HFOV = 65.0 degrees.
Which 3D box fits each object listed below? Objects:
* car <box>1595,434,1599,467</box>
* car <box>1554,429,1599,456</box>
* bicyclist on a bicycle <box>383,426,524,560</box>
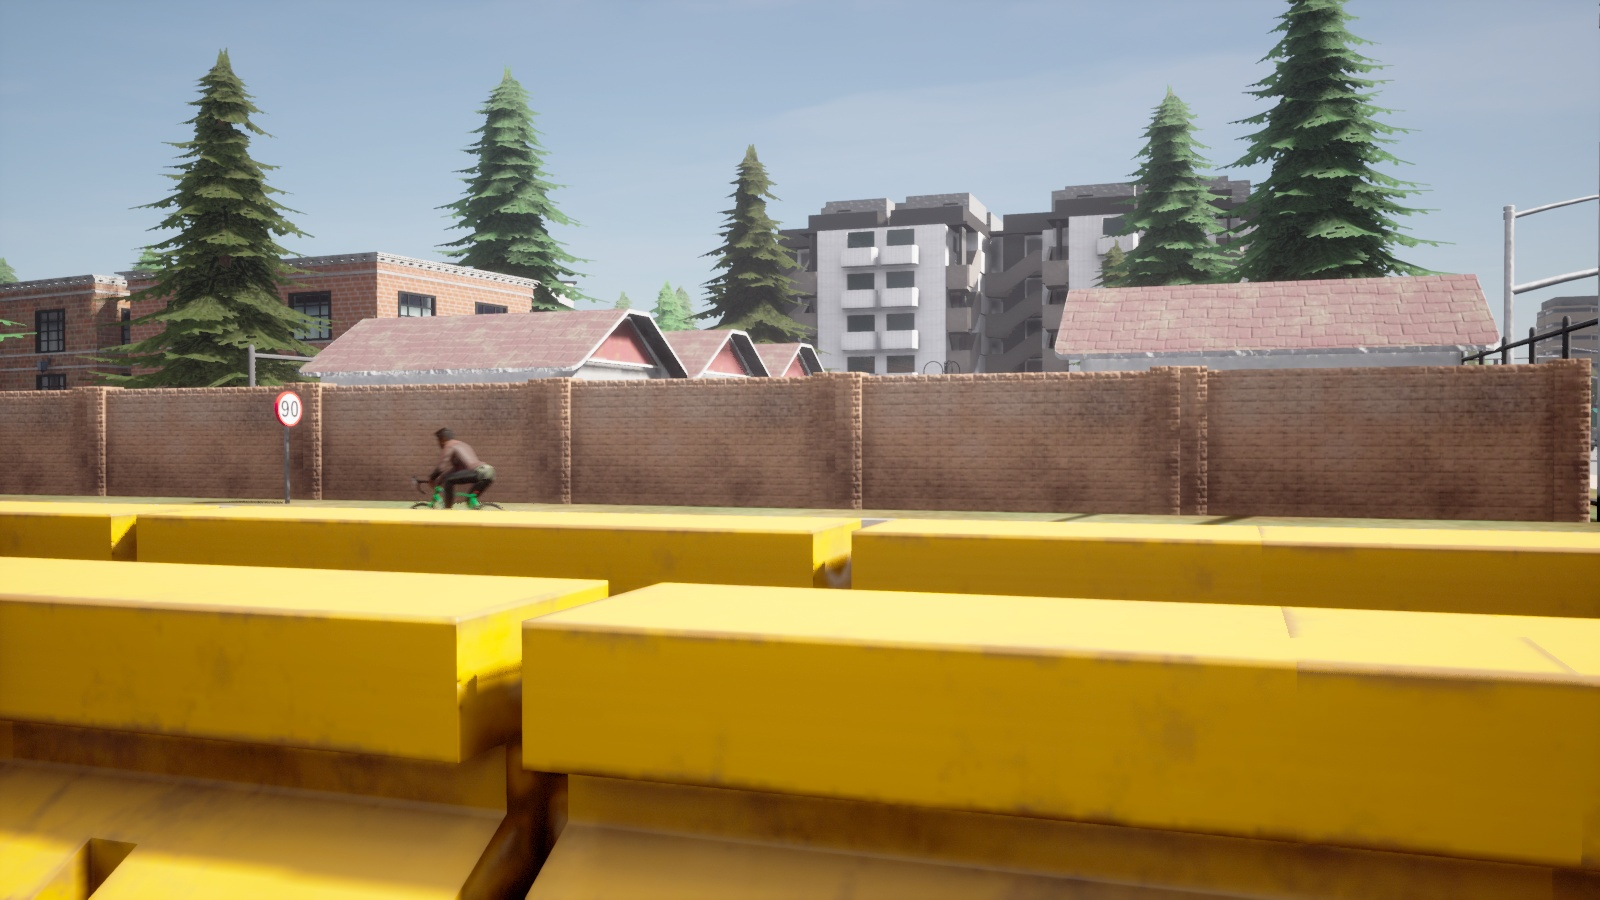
[{"bbox_3d":[37.427,0.040,56.392,1.882,1.535,5.008,1,1,20],"label":"car"},{"bbox_3d":[50.152,-0.497,80.589,2.152,1.651,5.027,1,1,20],"label":"car"},{"bbox_3d":[-4.342,0.511,15.731,1.656,1.620,0.582,0,1,19],"label":"bicyclist on a bicycle"}]
